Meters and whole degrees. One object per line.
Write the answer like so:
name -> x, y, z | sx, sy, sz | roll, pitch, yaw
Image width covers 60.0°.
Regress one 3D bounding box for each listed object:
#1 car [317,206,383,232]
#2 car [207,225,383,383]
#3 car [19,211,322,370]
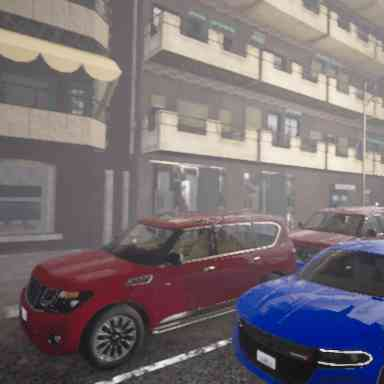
car -> 4.300, 1.360, 9.143 | 5.009, 1.841, 2.192 | 0, 1, -35
car -> 2.814, 1.503, 4.960 | 5.008, 1.535, 1.882 | 0, 0, -36
car -> -0.200, 1.331, 5.930 | 5.009, 1.841, 2.192 | 0, 1, -35
